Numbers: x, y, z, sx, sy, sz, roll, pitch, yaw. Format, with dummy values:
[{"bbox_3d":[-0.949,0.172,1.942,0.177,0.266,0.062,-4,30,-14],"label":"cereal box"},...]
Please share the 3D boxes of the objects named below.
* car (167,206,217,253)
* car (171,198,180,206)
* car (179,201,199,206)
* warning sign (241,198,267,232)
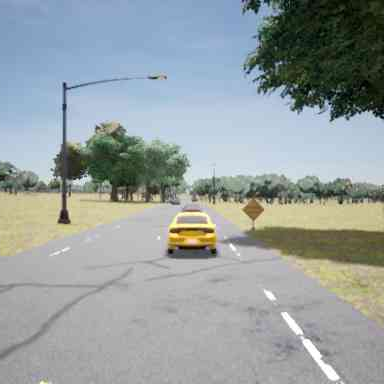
[{"bbox_3d":[0.005,1.618,14.478,1.882,1.535,5.008,0,0,0],"label":"car"},{"bbox_3d":[-3.498,2.119,70.978,1.882,1.535,5.008,0,-1,0],"label":"car"},{"bbox_3d":[0.004,1.807,29.405,1.812,1.442,4.674,0,0,0],"label":"car"},{"bbox_3d":[3.548,1.301,19.218,1.300,1.860,1.060,0,-1,0],"label":"warning sign"}]
